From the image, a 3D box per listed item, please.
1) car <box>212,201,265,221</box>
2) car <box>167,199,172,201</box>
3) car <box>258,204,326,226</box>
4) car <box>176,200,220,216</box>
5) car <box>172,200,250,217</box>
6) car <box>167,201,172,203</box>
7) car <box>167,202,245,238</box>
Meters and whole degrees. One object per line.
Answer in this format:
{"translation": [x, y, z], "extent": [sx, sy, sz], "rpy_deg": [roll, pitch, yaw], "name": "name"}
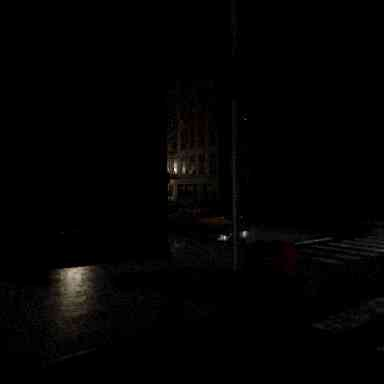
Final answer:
{"translation": [3.618, 1.447, 26.651], "extent": [1.802, 1.307, 4.206], "rpy_deg": [-1, 0, -35], "name": "car"}
{"translation": [-2.755, 1.398, 35.611], "extent": [1.752, 1.417, 4.829], "rpy_deg": [-1, 0, -35], "name": "car"}
{"translation": [6.754, 1.427, 22.239], "extent": [1.947, 1.339, 4.313], "rpy_deg": [-1, 0, -35], "name": "car"}
{"translation": [0.481, 1.435, 31.062], "extent": [1.947, 1.339, 4.313], "rpy_deg": [-1, 0, -35], "name": "car"}
{"translation": [1.112, 1.419, 20.703], "extent": [2.128, 1.511, 4.902], "rpy_deg": [-1, 0, -35], "name": "car"}
{"translation": [-2.928, 1.511, 22.008], "extent": [2.008, 1.369, 4.403], "rpy_deg": [-1, 0, -35], "name": "car"}
{"translation": [0.307, 1.481, 17.458], "extent": [1.752, 1.417, 4.829], "rpy_deg": [-1, 0, -35], "name": "car"}
